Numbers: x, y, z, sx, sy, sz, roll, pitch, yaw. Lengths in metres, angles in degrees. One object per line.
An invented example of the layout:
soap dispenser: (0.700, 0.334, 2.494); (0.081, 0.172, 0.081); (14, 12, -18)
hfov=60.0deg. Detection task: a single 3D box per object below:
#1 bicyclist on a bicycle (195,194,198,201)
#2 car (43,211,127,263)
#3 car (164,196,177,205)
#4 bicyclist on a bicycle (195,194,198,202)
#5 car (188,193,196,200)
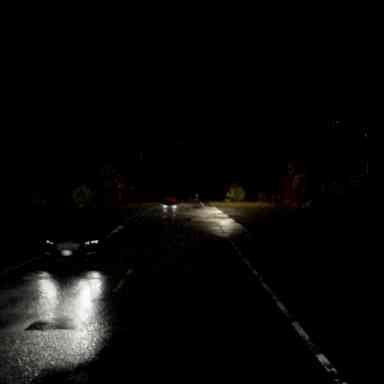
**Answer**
bicyclist on a bicycle: (0.993, 1.250, 77.717); (0.582, 1.620, 1.656); (0, 0, 0)
car: (-3.596, 1.477, 11.992); (2.128, 1.511, 4.902); (0, 0, 0)
car: (-3.539, 1.409, 54.274); (1.812, 1.442, 4.674); (0, 0, 0)
bicyclist on a bicycle: (0.990, 1.203, 69.002); (0.659, 1.776, 1.843); (0, 0, 0)
car: (0.031, 1.246, 85.668); (2.128, 1.511, 4.902); (0, 0, 0)
